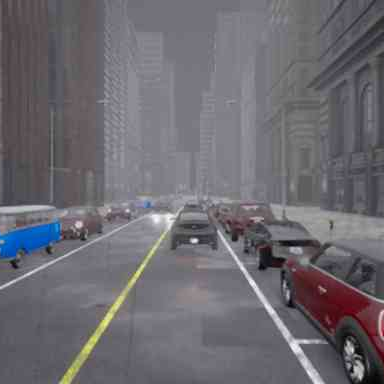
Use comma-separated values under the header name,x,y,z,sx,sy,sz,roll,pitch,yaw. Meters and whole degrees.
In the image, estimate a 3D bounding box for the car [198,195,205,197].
name,x,y,z,sx,sy,sz,roll,pitch,yaw
car,2.350,1.622,55.973,1.812,1.442,4.674,0,0,0

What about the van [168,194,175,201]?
name,x,y,z,sx,sy,sz,roll,pitch,yaw
van,-5.769,1.526,95.453,1.690,1.788,3.998,0,0,0

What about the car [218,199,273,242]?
name,x,y,z,sx,sy,sz,roll,pitch,yaw
car,2.759,1.342,16.549,2.192,1.841,5.009,0,0,0

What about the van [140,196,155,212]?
name,x,y,z,sx,sy,sz,roll,pitch,yaw
van,-5.767,1.405,39.086,1.690,1.788,3.998,0,0,0

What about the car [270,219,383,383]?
name,x,y,z,sx,sy,sz,roll,pitch,yaw
car,2.759,1.449,5.275,1.967,1.590,4.097,0,0,0

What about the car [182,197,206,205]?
name,x,y,z,sx,sy,sz,roll,pitch,yaw
car,0.093,1.556,31.580,1.837,1.490,4.892,0,0,0

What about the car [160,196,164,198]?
name,x,y,z,sx,sy,sz,roll,pitch,yaw
car,-5.767,1.636,50.358,2.008,1.369,4.403,0,0,0

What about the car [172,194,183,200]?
name,x,y,z,sx,sy,sz,roll,pitch,yaw
car,-3.002,1.236,78.644,1.882,1.535,5.008,0,0,0

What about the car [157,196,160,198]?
name,x,y,z,sx,sy,sz,roll,pitch,yaw
car,-5.766,1.599,44.553,1.752,1.417,4.829,0,0,0

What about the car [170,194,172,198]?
name,x,y,z,sx,sy,sz,roll,pitch,yaw
car,-5.768,1.435,67.269,2.192,1.841,5.009,0,0,0

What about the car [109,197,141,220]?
name,x,y,z,sx,sy,sz,roll,pitch,yaw
car,-5.766,1.486,27.813,1.967,1.590,4.097,0,0,0

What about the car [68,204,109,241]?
name,x,y,z,sx,sy,sz,roll,pitch,yaw
car,-5.766,1.467,16.539,1.967,1.590,4.097,0,0,0

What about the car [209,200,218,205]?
name,x,y,z,sx,sy,sz,roll,pitch,yaw
car,2.759,1.611,27.821,1.947,1.339,4.313,0,0,0

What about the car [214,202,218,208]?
name,x,y,z,sx,sy,sz,roll,pitch,yaw
car,2.759,1.581,22.185,1.887,1.381,4.507,0,0,0

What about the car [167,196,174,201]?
name,x,y,z,sx,sy,sz,roll,pitch,yaw
car,-5.768,1.752,89.816,1.802,1.307,4.206,0,0,0

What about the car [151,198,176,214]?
name,x,y,z,sx,sy,sz,roll,pitch,yaw
car,-3.098,1.662,37.127,1.895,1.301,4.718,0,0,0

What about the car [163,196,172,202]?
name,x,y,z,sx,sy,sz,roll,pitch,yaw
car,-5.767,1.710,78.542,1.947,1.339,4.313,0,0,0

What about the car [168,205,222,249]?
name,x,y,z,sx,sy,sz,roll,pitch,yaw
car,0.089,1.529,14.619,1.837,1.490,4.892,0,0,0

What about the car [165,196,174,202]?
name,x,y,z,sx,sy,sz,roll,pitch,yaw
car,-5.768,1.707,84.178,2.008,1.369,4.403,0,0,0

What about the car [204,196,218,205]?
name,x,y,z,sx,sy,sz,roll,pitch,yaw
car,2.758,1.504,39.093,1.967,1.590,4.097,0,0,0

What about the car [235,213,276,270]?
name,x,y,z,sx,sy,sz,roll,pitch,yaw
car,2.760,1.584,10.912,1.947,1.339,4.313,0,0,0

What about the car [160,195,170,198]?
name,x,y,z,sx,sy,sz,roll,pitch,yaw
car,-5.767,1.548,61.632,1.967,1.590,4.097,0,0,0

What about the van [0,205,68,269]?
name,x,y,z,sx,sy,sz,roll,pitch,yaw
van,-5.766,1.359,10.903,1.690,1.788,3.998,0,0,0

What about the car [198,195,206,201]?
name,x,y,z,sx,sy,sz,roll,pitch,yaw
car,2.757,1.610,89.821,1.967,1.590,4.097,0,0,0

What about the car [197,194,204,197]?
name,x,y,z,sx,sy,sz,roll,pitch,yaw
car,2.758,1.725,78.548,1.802,1.307,4.206,0,0,0
